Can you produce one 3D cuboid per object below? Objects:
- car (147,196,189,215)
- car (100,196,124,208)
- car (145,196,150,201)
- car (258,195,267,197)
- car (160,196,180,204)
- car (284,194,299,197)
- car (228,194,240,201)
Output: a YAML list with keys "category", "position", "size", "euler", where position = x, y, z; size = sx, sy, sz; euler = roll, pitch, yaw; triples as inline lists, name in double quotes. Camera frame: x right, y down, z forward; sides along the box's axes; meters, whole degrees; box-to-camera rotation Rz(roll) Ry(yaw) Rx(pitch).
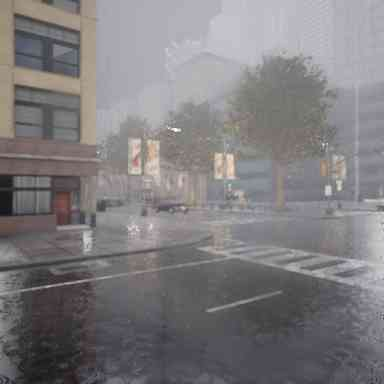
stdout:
- category: "car"
  position: [-2.212, 1.445, 34.021]
  size: [2.128, 1.511, 4.902]
  euler: [0, 0, -36]
- category: "car"
  position: [-11.251, 1.304, 46.719]
  size: [2.097, 1.767, 4.553]
  euler: [0, 0, -35]
- category: "car"
  position: [-7.025, 1.401, 60.608]
  size: [1.882, 1.535, 5.008]
  euler: [0, 0, -36]
- category: "car"
  position: [18.650, 1.299, 83.862]
  size: [1.895, 1.301, 4.718]
  euler: [0, 0, -36]
- category: "car"
  position: [-4.182, 1.479, 62.649]
  size: [1.994, 1.385, 4.181]
  euler: [0, 0, -36]
- category: "car"
  position: [19.461, 1.176, 69.929]
  size: [2.002, 1.452, 4.674]
  euler: [0, 0, -36]
- category: "car"
  position: [8.992, 1.279, 77.423]
  size: [2.161, 1.482, 4.786]
  euler: [0, 0, -36]
